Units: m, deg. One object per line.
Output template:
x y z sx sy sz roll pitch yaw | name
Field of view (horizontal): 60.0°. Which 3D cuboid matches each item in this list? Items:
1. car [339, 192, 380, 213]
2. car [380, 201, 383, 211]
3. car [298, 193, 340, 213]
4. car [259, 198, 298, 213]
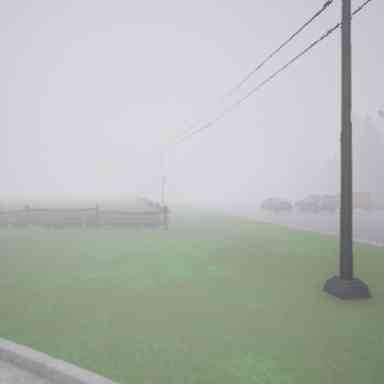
15.776 0.985 33.763 2.150 2.045 5.566 0 0 -13 | car
18.860 1.307 35.943 1.994 1.385 4.181 0 0 -13 | car
12.274 1.126 33.363 2.097 1.767 4.553 0 0 -13 | car
8.539 1.305 33.958 1.812 1.442 4.674 0 0 -13 | car
